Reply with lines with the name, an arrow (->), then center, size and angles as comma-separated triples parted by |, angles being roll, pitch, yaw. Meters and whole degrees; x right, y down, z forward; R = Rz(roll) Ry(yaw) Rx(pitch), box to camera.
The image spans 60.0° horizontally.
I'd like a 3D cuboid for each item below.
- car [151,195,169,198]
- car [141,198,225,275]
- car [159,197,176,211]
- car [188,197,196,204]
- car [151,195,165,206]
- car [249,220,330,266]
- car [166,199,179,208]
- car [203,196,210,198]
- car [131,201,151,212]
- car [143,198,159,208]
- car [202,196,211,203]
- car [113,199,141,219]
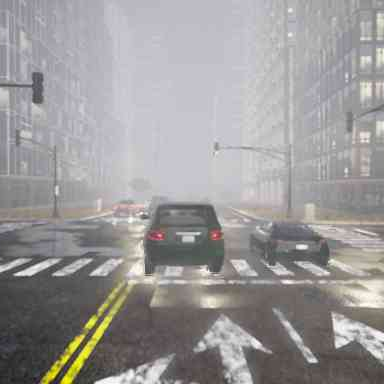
car -> -3.363, 1.413, 35.960 | 2.150, 2.045, 5.566 | 0, 0, -1
car -> -0.489, 1.322, 10.907 | 2.150, 2.045, 5.566 | 1, -1, -9
car -> -3.313, 1.591, 45.770 | 2.097, 1.767, 4.553 | 0, 0, 0
car -> 0.000, 1.909, 77.116 | 1.812, 1.442, 4.674 | 0, 0, 0
car -> -6.500, 1.548, 63.984 | 2.150, 2.045, 5.566 | 0, 0, 0
car -> 3.346, 1.714, 12.133 | 1.994, 1.385, 4.181 | 0, -2, 0
car -> -3.251, 1.889, 55.822 | 1.895, 1.301, 4.718 | 0, 0, 0
car -> 3.251, 1.861, 65.865 | 1.812, 1.442, 4.674 | 0, 0, 0
car -> -6.572, 1.827, 43.158 | 1.895, 1.301, 4.718 | 0, 0, 0
car -> -6.500, 1.754, 53.413 | 1.882, 1.535, 5.008 | 0, 0, 0
car -> 3.251, 1.690, 75.866 | 1.882, 1.535, 5.008 | 0, 0, 0
car -> -6.622, 1.534, 34.170 | 2.097, 1.767, 4.553 | 0, 0, 1
